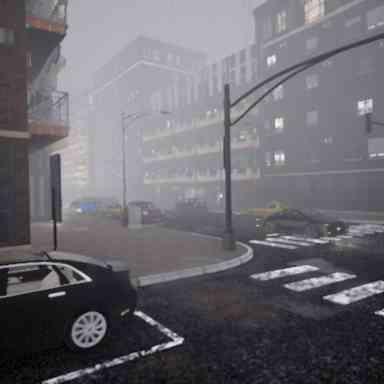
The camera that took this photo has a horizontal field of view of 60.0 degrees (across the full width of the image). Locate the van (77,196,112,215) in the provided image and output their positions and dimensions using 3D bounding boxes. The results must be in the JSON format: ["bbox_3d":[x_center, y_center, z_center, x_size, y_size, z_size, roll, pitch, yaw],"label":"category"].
[{"bbox_3d":[-10.173,1.415,34.485,1.690,1.788,3.998,-2,1,-36],"label":"van"}]

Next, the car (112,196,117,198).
[{"bbox_3d":[-13.069,1.386,52.856,1.967,1.590,4.097,-2,1,-36],"label":"car"}]

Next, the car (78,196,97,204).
[{"bbox_3d":[-19.531,1.529,61.841,2.008,1.369,4.403,-2,1,-36],"label":"car"}]

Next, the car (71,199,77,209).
[{"bbox_3d":[-15.477,1.617,46.469,1.994,1.385,4.181,-1,1,-36],"label":"car"}]

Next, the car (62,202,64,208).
[{"bbox_3d":[-19.869,1.560,47.962,1.967,1.590,4.097,-2,1,-36],"label":"car"}]

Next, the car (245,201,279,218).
[{"bbox_3d":[6.230,1.381,26.043,1.752,1.417,4.829,-2,1,-36],"label":"car"}]

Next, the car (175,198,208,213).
[{"bbox_3d":[-0.138,1.324,34.888,1.967,1.590,4.097,-2,1,-36],"label":"car"}]

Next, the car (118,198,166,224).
[{"bbox_3d":[-3.706,1.484,25.503,1.967,1.590,4.097,-2,1,-36],"label":"car"}]

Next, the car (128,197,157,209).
[{"bbox_3d":[-6.601,1.465,43.873,2.008,1.369,4.403,-2,1,-36],"label":"car"}]

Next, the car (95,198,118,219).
[{"bbox_3d":[-6.838,1.584,29.857,1.752,1.417,4.829,-2,1,-36],"label":"car"}]

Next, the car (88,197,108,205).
[{"bbox_3d":[-16.299,1.527,57.349,1.947,1.339,4.313,-2,1,-36],"label":"car"}]

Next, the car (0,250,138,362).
[{"bbox_3d":[-2.898,1.550,4.504,4.403,1.369,2.008,0,-1,-36],"label":"car"}]

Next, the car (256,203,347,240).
[{"bbox_3d":[5.658,1.526,17.099,1.994,1.385,4.181,-1,1,-36],"label":"car"}]
